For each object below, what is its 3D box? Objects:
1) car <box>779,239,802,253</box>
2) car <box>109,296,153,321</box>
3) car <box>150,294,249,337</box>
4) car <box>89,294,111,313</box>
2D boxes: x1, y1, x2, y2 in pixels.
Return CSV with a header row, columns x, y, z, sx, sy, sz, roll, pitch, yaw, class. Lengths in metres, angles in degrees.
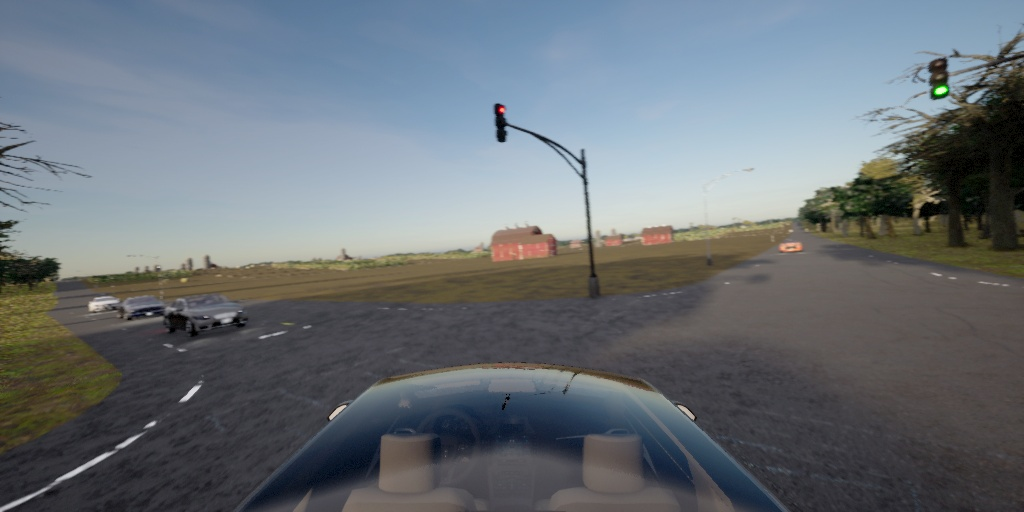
x,y,z,sx,sy,sz,roll,pitch,yaw,class
34.478,-1.351,44.363,2.097,1.767,4.553,-4,0,39,car
-25.088,3.441,24.224,5.357,1.411,2.033,-5,1,36,car
-13.214,2.428,15.392,4.902,1.511,2.128,-5,2,34,car
-40.918,4.839,36.055,4.674,1.442,1.812,-6,1,36,car
